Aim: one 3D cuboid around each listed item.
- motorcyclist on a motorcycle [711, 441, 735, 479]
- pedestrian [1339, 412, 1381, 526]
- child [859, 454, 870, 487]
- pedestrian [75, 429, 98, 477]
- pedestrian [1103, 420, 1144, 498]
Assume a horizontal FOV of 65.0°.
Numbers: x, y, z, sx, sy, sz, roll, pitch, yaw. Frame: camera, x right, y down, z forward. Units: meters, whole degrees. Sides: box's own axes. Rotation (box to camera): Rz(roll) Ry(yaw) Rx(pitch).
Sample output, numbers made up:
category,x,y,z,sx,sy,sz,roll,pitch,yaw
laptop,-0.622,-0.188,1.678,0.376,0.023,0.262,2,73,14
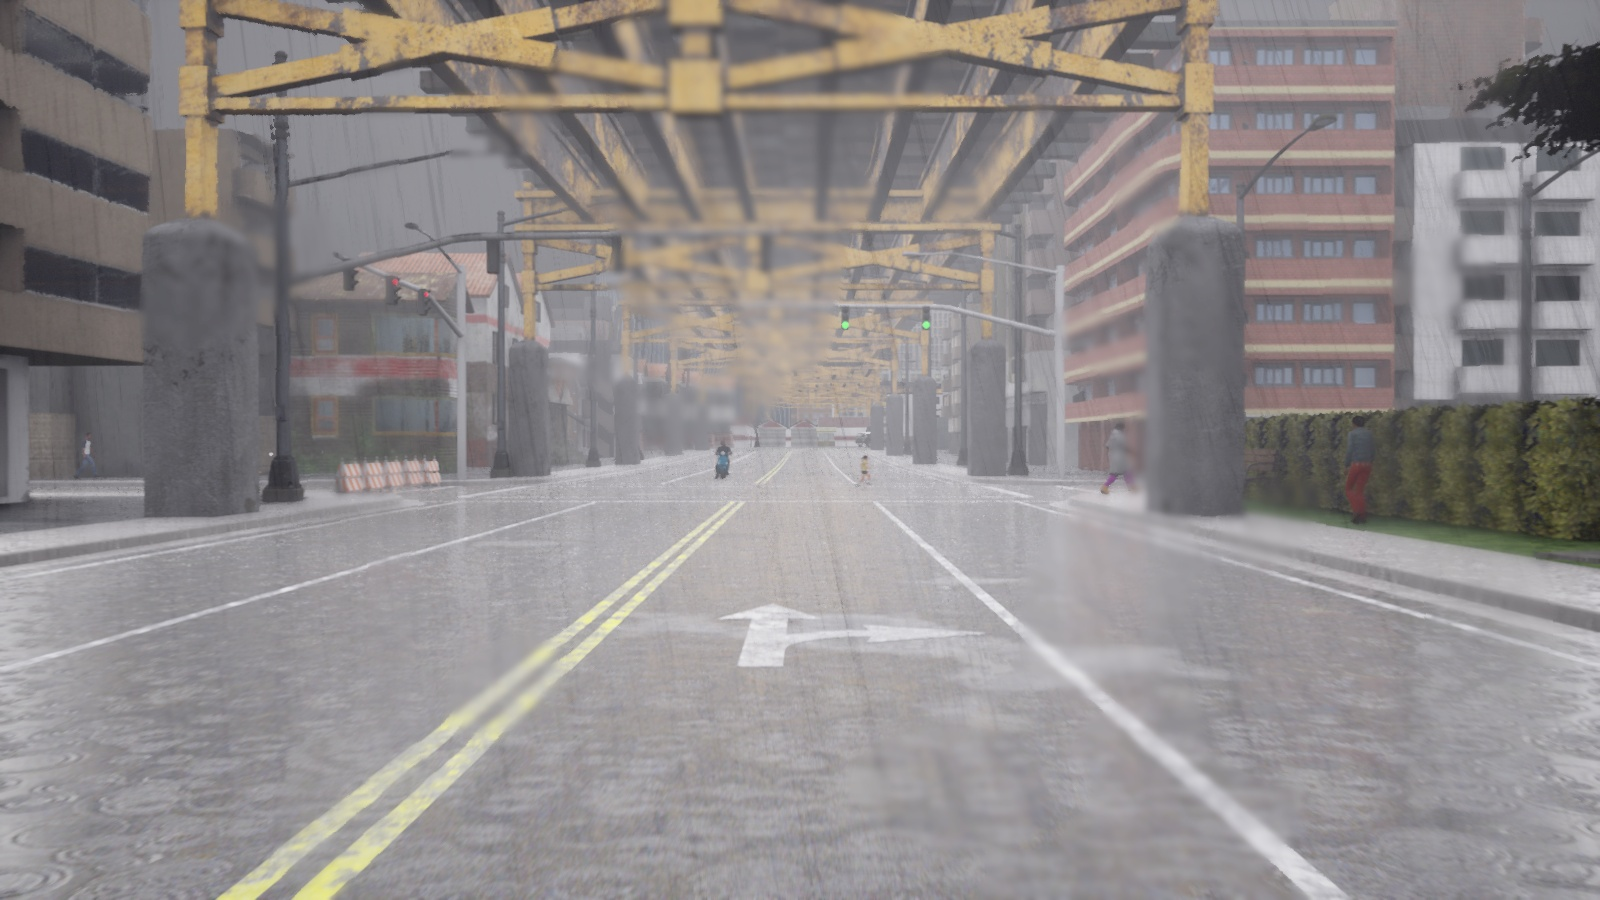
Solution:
category,x,y,z,sx,sy,sz,roll,pitch,yaw
motorcyclist on a motorcycle,-3.192,0.403,52.174,0.866,1.590,1.817,0,0,0
pedestrian,9.209,0.303,20.656,0.353,1.847,0.614,0,0,-8
child,2.204,0.690,42.842,0.394,1.110,0.255,0,0,2
pedestrian,-27.145,0.120,47.782,0.706,1.836,0.354,0,0,-13
pedestrian,8.192,0.228,31.835,0.873,1.952,0.659,0,0,0
